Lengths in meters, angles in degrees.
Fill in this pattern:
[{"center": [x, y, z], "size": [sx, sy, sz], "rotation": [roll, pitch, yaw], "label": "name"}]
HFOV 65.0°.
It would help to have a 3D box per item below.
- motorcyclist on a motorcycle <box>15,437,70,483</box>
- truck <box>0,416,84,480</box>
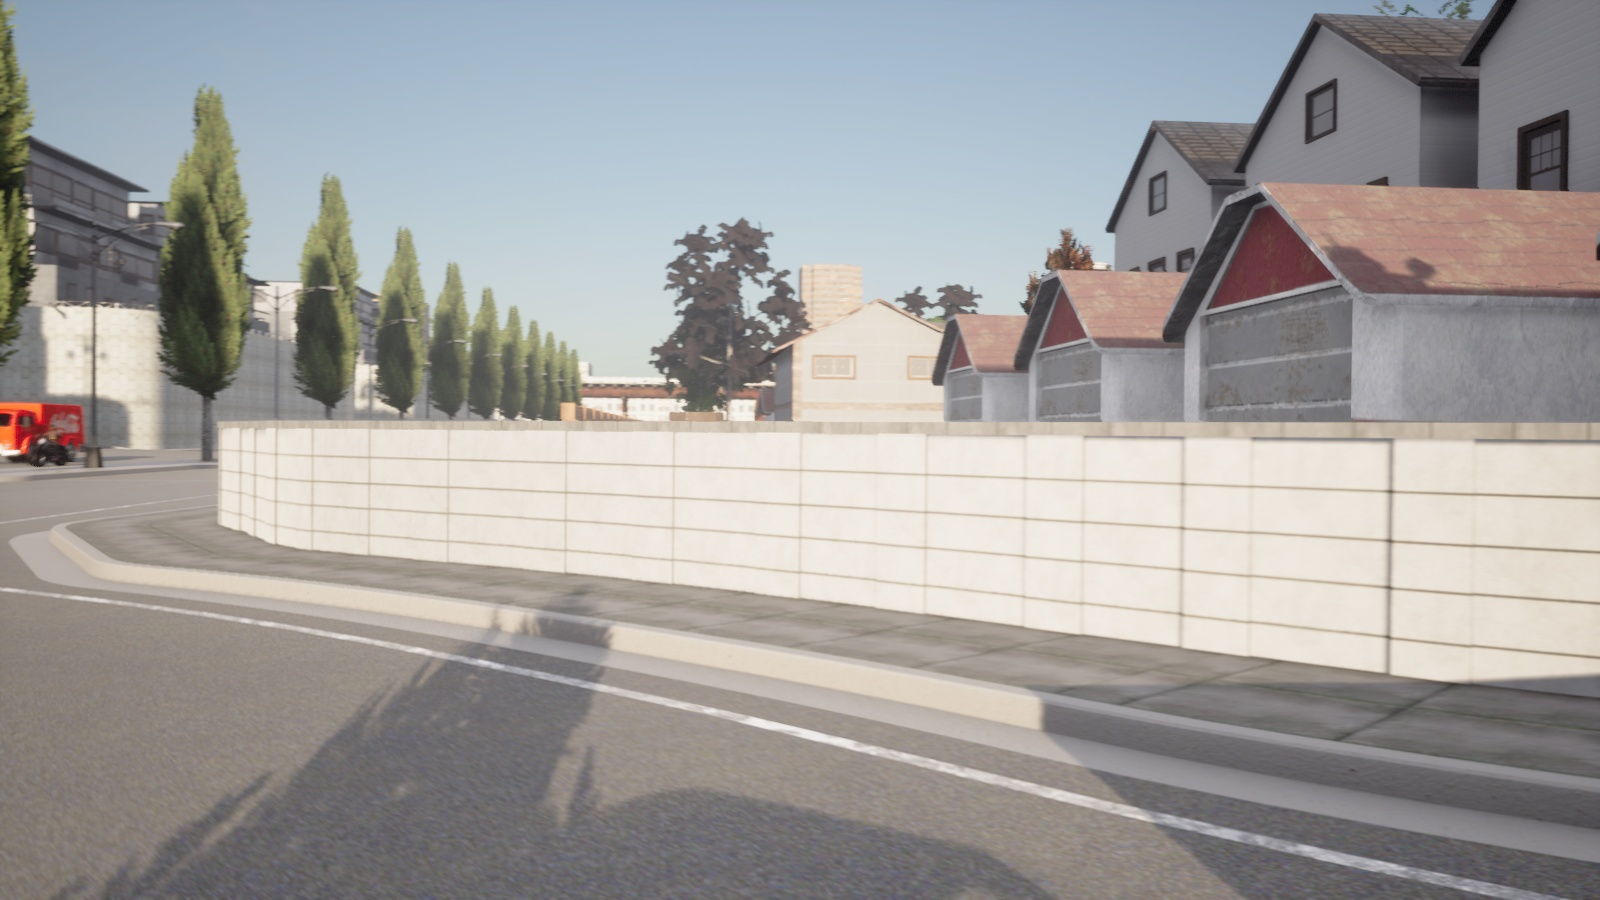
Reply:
[{"center": [-27.927, 0.346, 46.333], "size": [0.766, 1.649, 2.350], "rotation": [-1, 1, -5], "label": "motorcyclist on a motorcycle"}, {"center": [-31.833, -0.121, 51.173], "size": [2.627, 2.467, 5.204], "rotation": [-1, 1, -5], "label": "truck"}]
